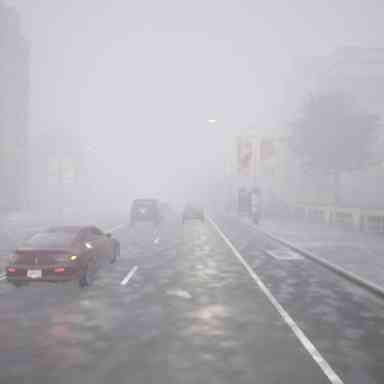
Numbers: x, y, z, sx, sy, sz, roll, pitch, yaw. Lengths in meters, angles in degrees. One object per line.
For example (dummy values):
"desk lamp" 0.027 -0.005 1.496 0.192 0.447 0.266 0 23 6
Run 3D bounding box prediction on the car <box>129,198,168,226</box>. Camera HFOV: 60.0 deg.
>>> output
"car" -3.408 1.500 25.888 2.150 2.045 5.566 0 -1 0

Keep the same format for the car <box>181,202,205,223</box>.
"car" 0.089 1.799 28.949 2.128 1.511 4.902 0 -1 0

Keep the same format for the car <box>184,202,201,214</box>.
"car" 0.084 2.005 42.738 2.033 1.411 5.357 0 -1 0

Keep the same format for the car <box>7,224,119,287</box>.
"car" -3.398 1.629 9.509 1.812 1.442 4.674 0 -1 0

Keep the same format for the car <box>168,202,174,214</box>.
"car" -3.415 1.949 41.514 1.837 1.490 4.892 0 -1 0
